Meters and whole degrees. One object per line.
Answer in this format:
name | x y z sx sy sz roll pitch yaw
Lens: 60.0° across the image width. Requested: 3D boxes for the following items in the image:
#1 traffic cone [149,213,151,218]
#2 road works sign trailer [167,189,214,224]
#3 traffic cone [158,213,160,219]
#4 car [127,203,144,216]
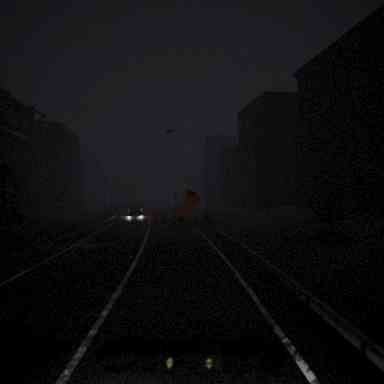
traffic cone | -3.757 2.407 30.606 0.340 0.580 0.340 -1 -2 -8
road works sign trailer | -0.027 1.300 25.792 2.880 2.380 3.560 19 -7 -15
traffic cone | -3.598 2.625 36.684 0.340 0.580 0.340 0 -2 -8
car | -7.766 2.329 45.894 2.097 1.767 4.553 0 -1 -8
